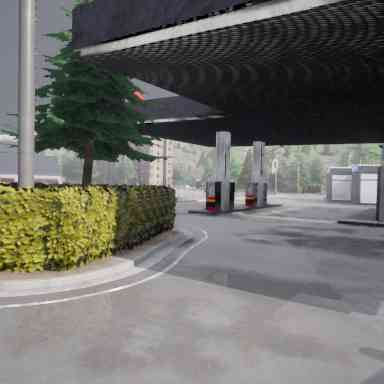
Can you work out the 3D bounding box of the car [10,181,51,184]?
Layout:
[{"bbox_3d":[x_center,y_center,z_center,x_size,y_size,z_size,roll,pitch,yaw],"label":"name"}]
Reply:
[{"bbox_3d":[-17.226,-0.176,35.203,3.866,1.878,1.905,2,2,35],"label":"car"}]

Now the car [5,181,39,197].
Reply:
[{"bbox_3d":[-21.759,-0.462,42.420,4.605,1.855,1.932,2,2,35],"label":"car"}]

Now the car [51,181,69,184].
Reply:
[{"bbox_3d":[-26.774,-1.255,65.447,3.866,1.878,1.905,2,2,35],"label":"car"}]

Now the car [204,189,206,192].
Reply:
[{"bbox_3d":[4.889,-0.326,65.595,5.027,1.636,2.152,2,2,35],"label":"car"}]

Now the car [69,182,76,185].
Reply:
[{"bbox_3d":[-25.437,-1.281,68.059,4.605,1.855,1.932,2,2,35],"label":"car"}]
